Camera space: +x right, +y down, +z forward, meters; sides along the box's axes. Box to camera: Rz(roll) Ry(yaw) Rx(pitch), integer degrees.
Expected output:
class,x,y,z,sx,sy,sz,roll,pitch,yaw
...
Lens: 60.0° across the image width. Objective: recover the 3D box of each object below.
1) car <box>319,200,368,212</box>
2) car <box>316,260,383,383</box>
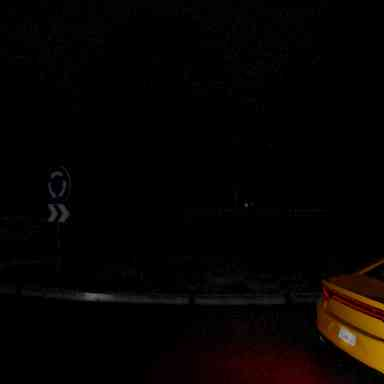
class,x,y,z,sx,sy,sz,roll,pitch,yaw
car,16.455,1.516,36.543,1.895,1.301,4.718,0,0,-41
car,4.145,1.482,4.398,5.008,1.535,1.882,0,0,-15
